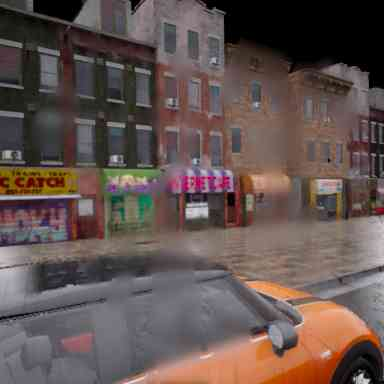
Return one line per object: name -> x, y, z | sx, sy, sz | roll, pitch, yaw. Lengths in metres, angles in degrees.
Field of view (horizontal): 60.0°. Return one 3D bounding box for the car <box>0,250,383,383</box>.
car -> -0.256, 1.350, 2.985 | 4.553, 1.767, 2.097 | 0, 0, -35
